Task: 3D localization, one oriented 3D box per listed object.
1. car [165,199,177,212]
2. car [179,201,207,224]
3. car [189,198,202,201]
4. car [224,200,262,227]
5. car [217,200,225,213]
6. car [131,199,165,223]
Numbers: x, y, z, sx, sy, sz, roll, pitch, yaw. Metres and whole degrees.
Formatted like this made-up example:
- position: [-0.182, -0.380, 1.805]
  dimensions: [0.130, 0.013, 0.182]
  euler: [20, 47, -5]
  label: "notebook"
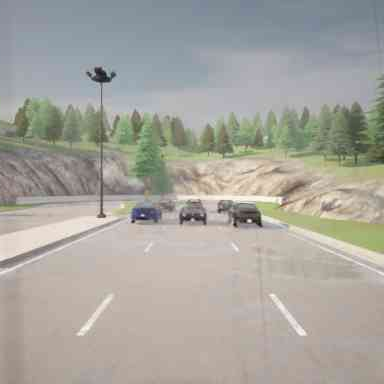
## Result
- position: [-3.048, 1.526, 39.121]
  dimensions: [1.812, 1.442, 4.674]
  euler: [0, 0, 4]
  label: "car"
- position: [0.082, 1.600, 24.836]
  dimensions: [1.895, 1.301, 4.718]
  euler: [0, 0, 0]
  label: "car"
- position: [0.413, 1.492, 38.726]
  dimensions: [2.128, 1.511, 4.902]
  euler: [0, 0, 5]
  label: "car"
- position: [3.571, 1.506, 23.018]
  dimensions: [1.837, 1.490, 4.892]
  euler: [0, 0, 0]
  label: "car"
- position: [3.768, 1.547, 36.706]
  dimensions: [2.033, 1.411, 5.357]
  euler: [0, 0, 3]
  label: "car"
- position: [-3.415, 1.478, 25.676]
  dimensions: [1.882, 1.535, 5.008]
  euler: [0, 0, 0]
  label: "car"
